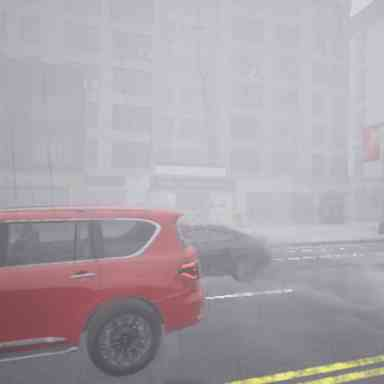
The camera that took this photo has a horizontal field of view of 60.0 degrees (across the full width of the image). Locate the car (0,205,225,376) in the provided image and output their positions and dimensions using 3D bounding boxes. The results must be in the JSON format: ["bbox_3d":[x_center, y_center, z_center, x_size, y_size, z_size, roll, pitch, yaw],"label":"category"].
[{"bbox_3d":[-2.579,1.229,4.616,5.566,2.045,2.150,0,0,-17],"label":"car"}]

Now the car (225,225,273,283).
[{"bbox_3d":[-0.150,1.553,8.776,4.674,1.442,1.812,0,0,-17],"label":"car"}]
